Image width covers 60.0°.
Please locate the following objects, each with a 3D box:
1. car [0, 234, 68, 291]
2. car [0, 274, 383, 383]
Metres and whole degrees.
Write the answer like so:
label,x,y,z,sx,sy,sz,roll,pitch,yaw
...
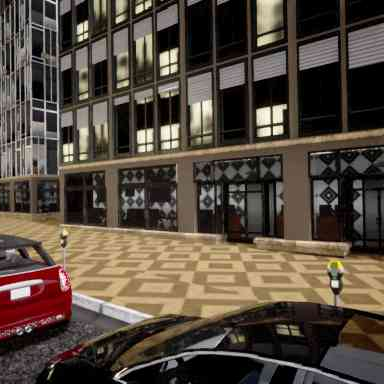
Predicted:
label,x,y,z,sx,sy,sz,roll,pitch,yaw
car,-3.948,1.441,5.844,4.097,1.590,1.967,0,-1,37
car,0.627,1.566,2.465,4.313,1.339,1.947,0,-1,36
